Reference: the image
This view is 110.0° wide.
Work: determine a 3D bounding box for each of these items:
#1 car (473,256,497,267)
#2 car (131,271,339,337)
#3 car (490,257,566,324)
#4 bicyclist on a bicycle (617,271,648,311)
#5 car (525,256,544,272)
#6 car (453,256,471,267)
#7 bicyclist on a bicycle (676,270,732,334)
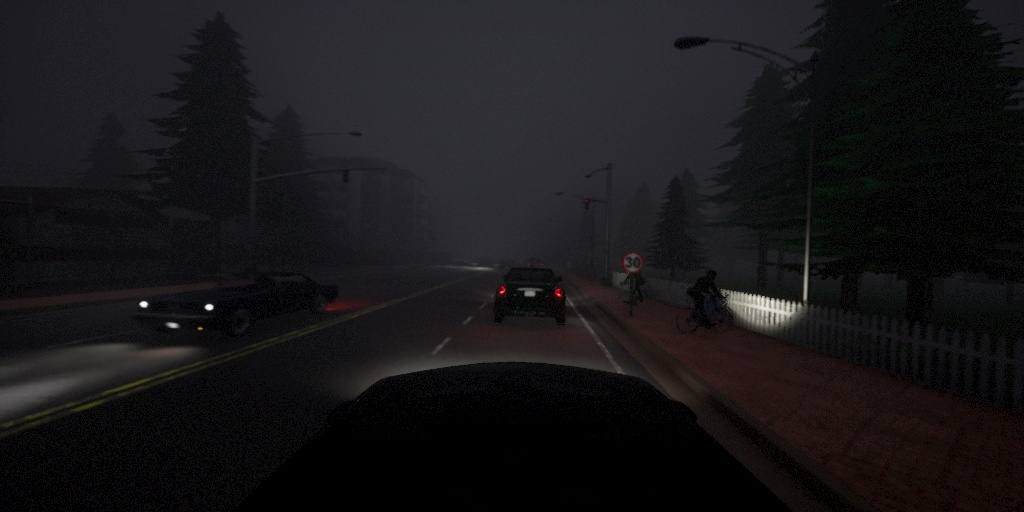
[{"bbox_3d":[-3.766,0.848,52.417,2.128,1.511,4.902,2,0,4],"label":"car"},{"bbox_3d":[-6.699,1.089,9.454,1.895,1.301,4.718,2,0,4],"label":"car"},{"bbox_3d":[0.654,1.067,12.119,2.097,1.767,4.553,2,0,4],"label":"car"},{"bbox_3d":[4.312,1.133,12.718,1.656,1.620,0.582,2,0,-33],"label":"bicyclist on a bicycle"},{"bbox_3d":[2.800,0.969,43.629,2.097,1.767,4.553,2,0,4],"label":"car"},{"bbox_3d":[-7.233,0.764,52.949,1.812,1.442,4.674,2,0,4],"label":"car"},{"bbox_3d":[4.872,1.171,9.045,1.656,1.620,0.582,2,0,-12],"label":"bicyclist on a bicycle"}]
